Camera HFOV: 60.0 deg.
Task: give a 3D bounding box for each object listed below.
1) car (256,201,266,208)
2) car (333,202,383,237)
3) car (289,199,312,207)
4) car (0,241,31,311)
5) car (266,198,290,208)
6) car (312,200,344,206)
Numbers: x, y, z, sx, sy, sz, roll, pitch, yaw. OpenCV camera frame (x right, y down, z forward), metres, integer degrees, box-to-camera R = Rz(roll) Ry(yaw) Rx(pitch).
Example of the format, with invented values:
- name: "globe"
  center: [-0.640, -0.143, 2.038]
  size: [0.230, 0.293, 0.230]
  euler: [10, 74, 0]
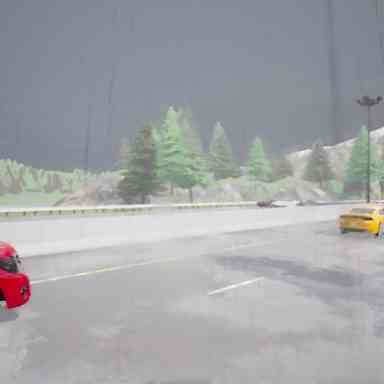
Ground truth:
- name: "car"
  center: [11.417, 1.645, 47.853]
  size: [4.718, 1.301, 1.895]
  euler: [0, 0, -37]
- name: "car"
  center: [9.925, 1.523, 18.399]
  size: [5.008, 1.535, 1.882]
  euler: [1, 0, -43]
- name: "car"
  center: [14.546, 1.627, 41.403]
  size: [4.181, 1.385, 1.994]
  euler: [0, 0, -39]
- name: "car"
  center: [-5.253, 1.191, 4.392]
  size: [5.566, 2.045, 2.150]
  euler: [0, 0, -43]
- name: "car"
  center: [12.344, 1.576, 44.111]
  size: [4.674, 1.442, 1.812]
  euler: [0, 0, -39]
- name: "car"
  center: [16.188, 1.598, 38.240]
  size: [4.674, 1.442, 1.812]
  euler: [0, 0, -39]
